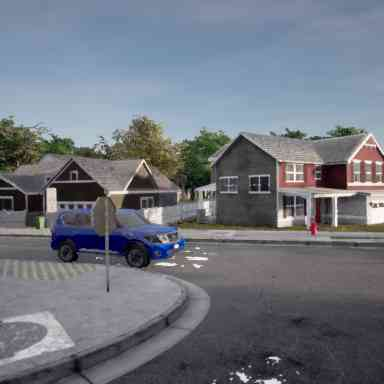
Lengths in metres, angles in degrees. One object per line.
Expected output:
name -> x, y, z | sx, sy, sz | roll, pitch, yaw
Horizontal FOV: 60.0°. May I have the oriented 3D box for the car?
car -> -3.053, 1.672, 13.137 | 5.566, 2.045, 2.150 | -2, 0, 26
